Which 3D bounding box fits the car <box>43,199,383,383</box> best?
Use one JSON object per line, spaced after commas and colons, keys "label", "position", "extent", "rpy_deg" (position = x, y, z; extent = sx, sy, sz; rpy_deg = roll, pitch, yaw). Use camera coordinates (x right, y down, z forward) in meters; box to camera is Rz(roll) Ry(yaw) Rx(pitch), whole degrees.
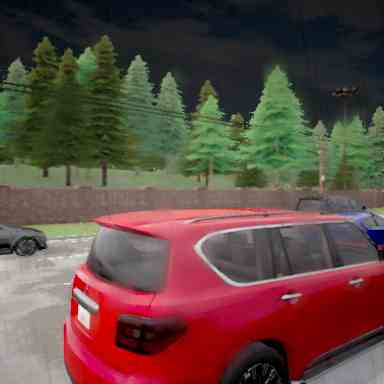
{"label": "car", "position": [1.196, 1.231, 4.598], "extent": [5.566, 2.045, 2.150], "rpy_deg": [0, 0, -36]}

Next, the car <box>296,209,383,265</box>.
{"label": "car", "position": [6.300, 1.508, 12.537], "extent": [5.008, 1.535, 1.882], "rpy_deg": [0, 0, -35]}

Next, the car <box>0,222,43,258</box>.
{"label": "car", "position": [-7.260, 1.565, 11.464], "extent": [4.181, 1.385, 1.994], "rpy_deg": [0, 0, -36]}

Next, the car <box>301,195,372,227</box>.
{"label": "car", "position": [10.602, 1.279, 24.203], "extent": [5.566, 2.045, 2.150], "rpy_deg": [0, 0, -36]}

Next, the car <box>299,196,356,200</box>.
{"label": "car", "position": [7.768, 1.263, 17.884], "extent": [5.566, 2.045, 2.150], "rpy_deg": [0, 0, -35]}
